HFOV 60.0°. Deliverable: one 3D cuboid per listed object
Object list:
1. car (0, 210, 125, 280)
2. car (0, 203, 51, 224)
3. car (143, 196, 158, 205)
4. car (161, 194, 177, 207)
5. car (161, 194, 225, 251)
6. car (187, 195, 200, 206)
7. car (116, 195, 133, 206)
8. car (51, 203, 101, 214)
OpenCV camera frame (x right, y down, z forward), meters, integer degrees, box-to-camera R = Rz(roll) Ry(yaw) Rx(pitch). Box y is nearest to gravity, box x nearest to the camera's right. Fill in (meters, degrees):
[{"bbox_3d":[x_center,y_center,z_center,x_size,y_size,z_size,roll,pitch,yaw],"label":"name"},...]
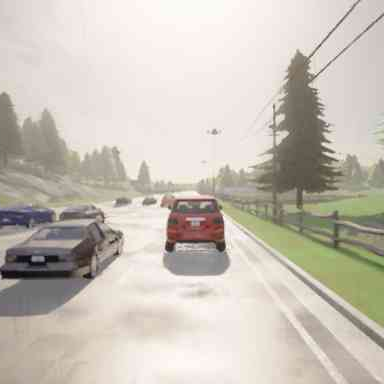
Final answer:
[{"bbox_3d":[-3.385,1.506,9.834,2.033,1.411,5.357,0,0,0],"label":"car"},{"bbox_3d":[-10.353,1.396,20.982,1.882,1.535,5.008,0,0,0],"label":"car"},{"bbox_3d":[-6.761,1.317,53.809,1.994,1.385,4.181,0,0,0],"label":"car"},{"bbox_3d":[-3.276,1.125,48.300,2.097,1.767,4.553,0,0,0],"label":"car"},{"bbox_3d":[0.128,1.153,13.939,2.150,2.045,5.566,0,0,0],"label":"car"},{"bbox_3d":[0.231,1.231,50.798,1.882,1.535,5.008,0,0,0],"label":"car"},{"bbox_3d":[-10.271,1.281,50.441,1.837,1.490,4.892,0,0,0],"label":"car"},{"bbox_3d":[-6.851,1.437,20.962,1.812,1.442,4.674,0,0,0],"label":"car"}]
